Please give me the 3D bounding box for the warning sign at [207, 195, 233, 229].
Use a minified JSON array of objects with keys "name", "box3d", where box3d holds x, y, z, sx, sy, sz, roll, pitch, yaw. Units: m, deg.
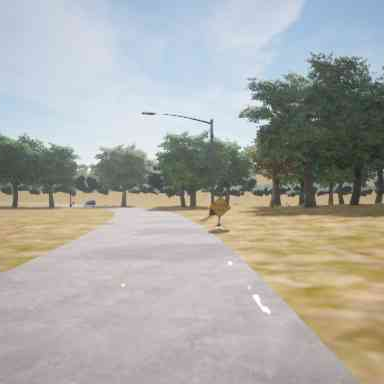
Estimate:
[{"name":"warning sign","box3d":[1.675,1.191,20.046,1.300,1.860,1.060,3,3,-6]}]
